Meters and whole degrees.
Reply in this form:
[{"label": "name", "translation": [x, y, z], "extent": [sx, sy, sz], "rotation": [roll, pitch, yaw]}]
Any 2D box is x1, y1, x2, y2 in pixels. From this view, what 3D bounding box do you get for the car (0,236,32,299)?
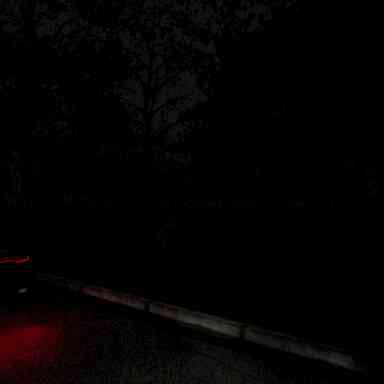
[{"label": "car", "translation": [-5.563, 1.487, 7.395], "extent": [5.008, 1.535, 1.882], "rotation": [0, 0, 36]}]
